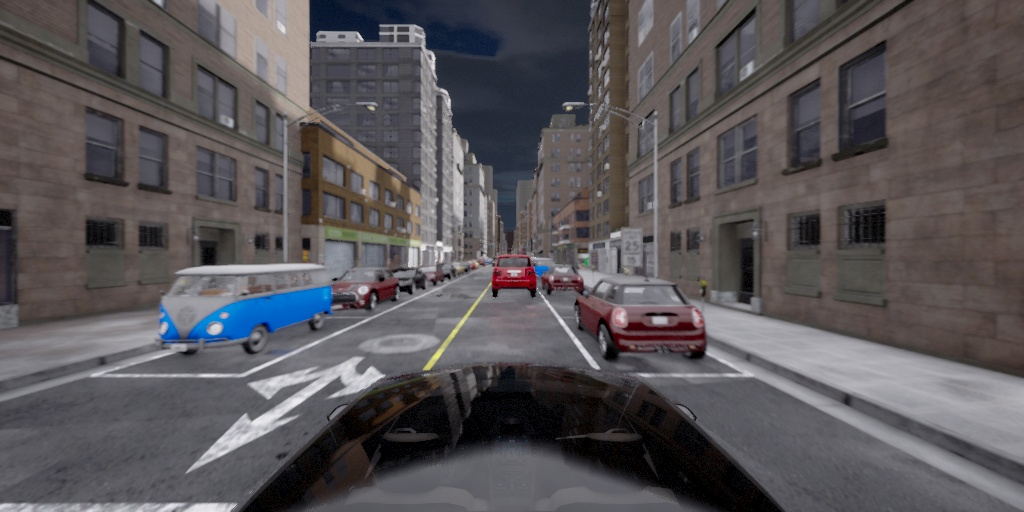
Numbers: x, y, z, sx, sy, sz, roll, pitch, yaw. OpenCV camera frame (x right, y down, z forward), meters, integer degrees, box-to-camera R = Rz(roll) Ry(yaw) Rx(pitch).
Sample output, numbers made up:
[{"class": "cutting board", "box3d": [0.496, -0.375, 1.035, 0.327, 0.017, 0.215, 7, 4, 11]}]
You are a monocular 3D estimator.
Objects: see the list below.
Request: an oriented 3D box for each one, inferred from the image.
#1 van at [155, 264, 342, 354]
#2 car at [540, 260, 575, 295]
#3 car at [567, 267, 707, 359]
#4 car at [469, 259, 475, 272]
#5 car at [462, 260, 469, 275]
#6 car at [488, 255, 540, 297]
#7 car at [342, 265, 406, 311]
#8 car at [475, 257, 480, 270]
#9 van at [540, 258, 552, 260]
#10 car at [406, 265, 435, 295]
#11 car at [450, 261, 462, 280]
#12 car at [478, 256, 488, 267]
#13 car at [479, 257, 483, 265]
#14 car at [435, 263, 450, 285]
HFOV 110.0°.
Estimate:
[{"class": "van", "box3d": [-5.856, 1.086, 8.403, 1.690, 1.789, 3.998, 0, 0, 0]}, {"class": "car", "box3d": [2.670, 1.175, 19.743, 1.967, 1.591, 4.097, 0, 0, 0]}, {"class": "car", "box3d": [2.670, 1.184, 8.405, 1.967, 1.591, 4.097, 0, 0, 0]}, {"class": "car", "box3d": [-5.855, 1.279, 42.413, 1.948, 1.339, 4.313, 0, 0, 0]}, {"class": "car", "box3d": [-5.855, 1.245, 36.575, 1.751, 1.417, 4.829, 0, 0, 0]}, {"class": "car", "box3d": [0.102, 0.955, 19.089, 2.150, 2.045, 5.566, 0, 0, 0]}, {"class": "car", "box3d": [-5.856, 1.181, 14.072, 1.967, 1.591, 4.097, 0, 0, 0]}, {"class": "car", "box3d": [-5.855, 1.252, 48.081, 1.888, 1.381, 4.507, 0, 0, 0]}, {"class": "van", "box3d": [2.670, 1.066, 31.082, 1.690, 1.789, 3.998, 0, 0, 0]}, {"class": "car", "box3d": [-5.856, 1.302, 19.740, 1.948, 1.339, 4.313, 0, 0, 0]}, {"class": "car", "box3d": [-5.856, 1.292, 31.077, 1.948, 1.339, 4.313, 0, 0, 0]}, {"class": "car", "box3d": [-5.855, 0.999, 65.087, 2.192, 1.841, 5.009, 0, 0, 0]}, {"class": "car", "box3d": [-5.855, 1.225, 53.580, 1.751, 1.417, 4.829, 0, 0, 0]}, {"class": "car", "box3d": [-5.856, 1.314, 25.408, 1.802, 1.307, 4.207, 0, 0, 0]}]
